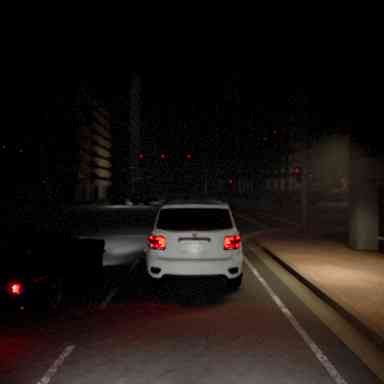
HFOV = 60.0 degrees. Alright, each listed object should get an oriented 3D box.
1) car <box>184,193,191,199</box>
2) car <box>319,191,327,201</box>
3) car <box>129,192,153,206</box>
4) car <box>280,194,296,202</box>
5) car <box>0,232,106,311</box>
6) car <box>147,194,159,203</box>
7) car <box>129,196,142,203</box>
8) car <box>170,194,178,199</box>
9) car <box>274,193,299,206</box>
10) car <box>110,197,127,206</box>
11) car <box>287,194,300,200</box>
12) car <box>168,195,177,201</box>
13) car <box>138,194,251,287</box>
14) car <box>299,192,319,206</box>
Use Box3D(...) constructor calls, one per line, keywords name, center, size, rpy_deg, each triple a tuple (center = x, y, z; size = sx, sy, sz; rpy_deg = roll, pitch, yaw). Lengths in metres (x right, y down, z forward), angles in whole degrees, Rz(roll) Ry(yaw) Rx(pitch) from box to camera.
Box3D(name="car", center=(-1.127, 1.068, 86.119), size=(1.882, 1.535, 5.008), rpy_deg=(0, 0, 0))
Box3D(name="car", center=(30.021, 0.932, 80.050), size=(1.932, 1.855, 4.605), rpy_deg=(0, 0, 0))
Box3D(name="car", center=(-7.991, 1.074, 52.733), size=(2.150, 2.045, 5.566), rpy_deg=(0, 1, 0))
Box3D(name="car", center=(18.715, 1.216, 64.869), size=(1.970, 1.475, 3.806), rpy_deg=(0, 0, 0))
Box3D(name="car", center=(-3.431, 1.580, 7.639), size=(1.895, 1.301, 4.718), rpy_deg=(0, 0, 0))
Box3D(name="car", center=(-8.018, 1.291, 68.204), size=(1.882, 1.535, 5.008), rpy_deg=(0, 1, 0))
Box3D(name="car", center=(-11.514, 1.411, 67.745), size=(1.895, 1.301, 4.718), rpy_deg=(0, 0, 0))
Box3D(name="car", center=(-4.627, 1.143, 86.097), size=(1.994, 1.385, 4.181), rpy_deg=(0, 0, 0))
Box3D(name="car", center=(13.161, 1.022, 47.441), size=(1.932, 1.855, 4.605), rpy_deg=(0, 0, 0))
Box3D(name="car", center=(-11.492, 1.421, 52.186), size=(1.994, 1.385, 4.181), rpy_deg=(0, 0, 0))
Box3D(name="car", center=(24.443, 1.175, 79.986), size=(1.970, 1.475, 3.806), rpy_deg=(0, 0, 0))
Box3D(name="car", center=(-4.577, 1.337, 77.945), size=(1.994, 1.385, 4.181), rpy_deg=(0, 0, 0))
Box3D(name="car", center=(0.079, 1.196, 9.395), size=(2.150, 2.045, 5.566), rpy_deg=(0, 0, 1))
Box3D(name="car", center=(16.055, 1.025, 47.394), size=(1.905, 1.878, 3.866), rpy_deg=(0, 0, 0))
